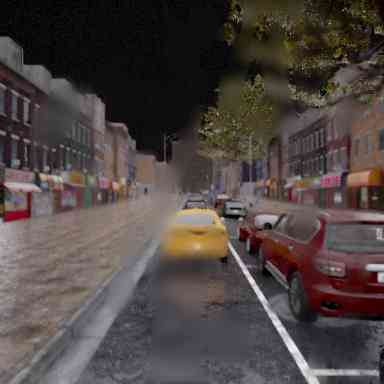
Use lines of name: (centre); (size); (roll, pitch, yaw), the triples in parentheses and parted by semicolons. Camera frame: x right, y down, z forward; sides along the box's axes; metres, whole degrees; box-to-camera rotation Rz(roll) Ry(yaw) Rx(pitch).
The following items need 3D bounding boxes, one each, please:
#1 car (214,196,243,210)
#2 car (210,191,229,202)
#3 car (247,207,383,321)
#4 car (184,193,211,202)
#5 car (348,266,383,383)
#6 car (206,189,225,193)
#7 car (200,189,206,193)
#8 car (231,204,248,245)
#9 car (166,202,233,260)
car: (2.863, 1.266, 23.659); (1.947, 1.339, 4.313); (2, 1, 1)
car: (3.328, 0.974, 36.858); (1.882, 1.535, 5.008); (0, 1, 0)
car: (2.726, 1.238, 6.989); (2.192, 1.841, 5.009); (2, 1, 1)
car: (0.339, 1.095, 29.960); (2.128, 1.511, 4.902); (0, 1, 1)
car: (2.672, 1.551, 1.432); (1.947, 1.339, 4.313); (2, 1, 1)
car: (3.354, 0.617, 43.888); (2.150, 2.045, 5.566); (0, 1, 0)
car: (3.287, 0.426, 73.636); (1.967, 1.590, 4.097); (2, 1, 1)
car: (2.768, 1.400, 12.548); (1.887, 1.381, 4.507); (2, 1, 1)
car: (0.174, 1.342, 11.840); (1.882, 1.535, 5.008); (0, 1, 1)
